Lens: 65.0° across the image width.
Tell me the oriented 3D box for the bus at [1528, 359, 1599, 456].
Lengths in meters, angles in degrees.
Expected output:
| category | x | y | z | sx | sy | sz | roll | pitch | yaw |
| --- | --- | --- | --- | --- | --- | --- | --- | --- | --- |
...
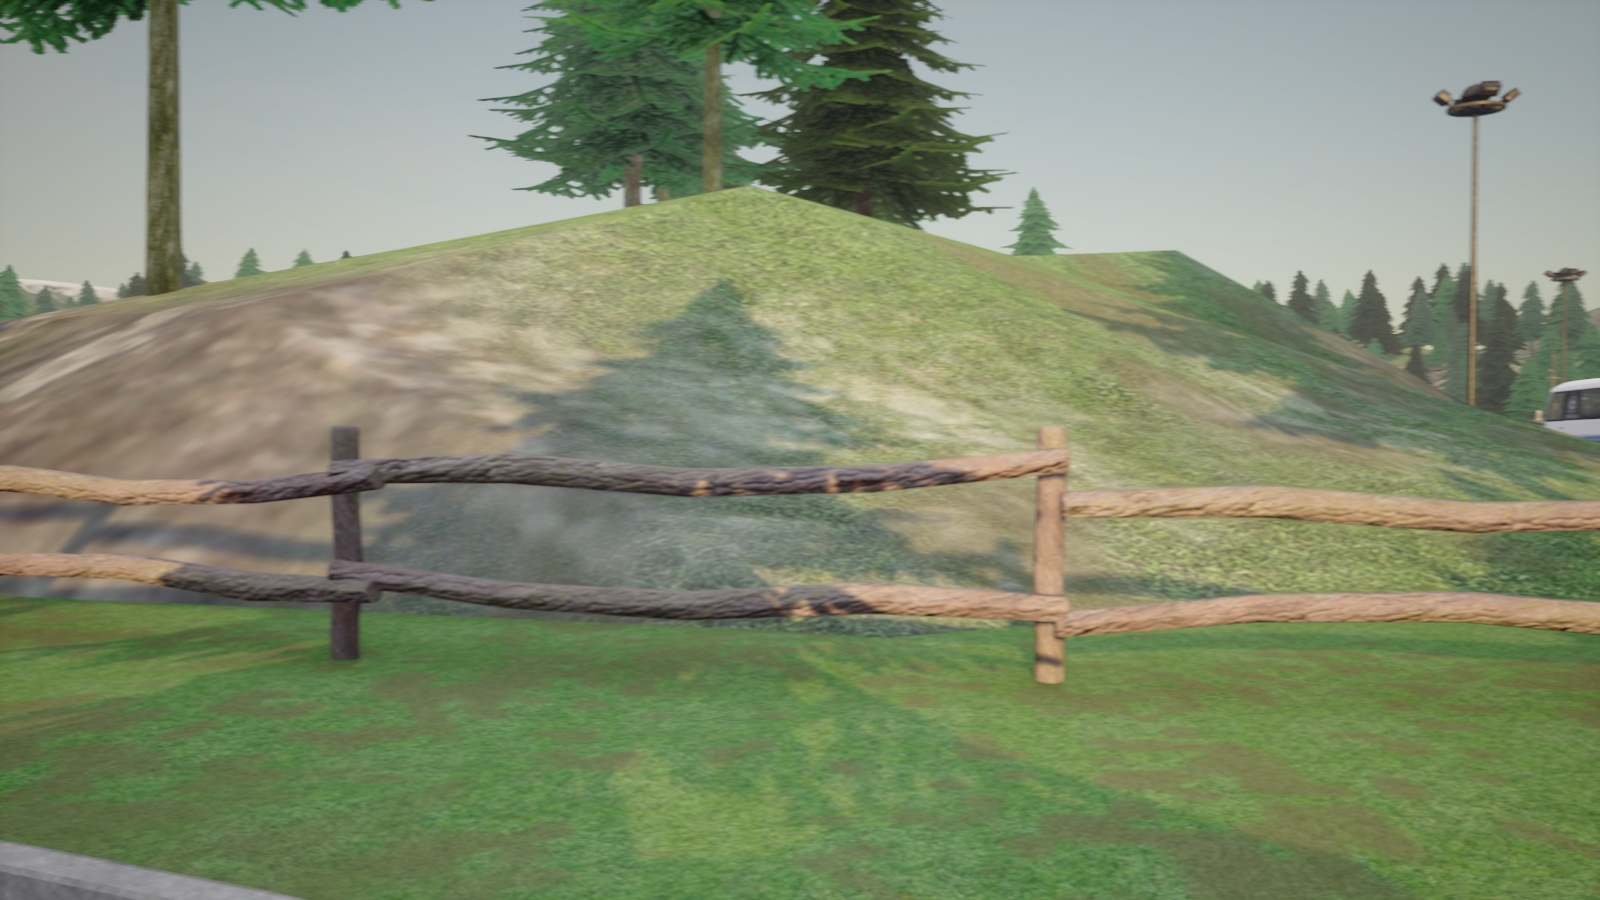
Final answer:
| category | x | y | z | sx | sy | sz | roll | pitch | yaw |
| --- | --- | --- | --- | --- | --- | --- | --- | --- | --- |
| bus | 37.291 | -1.878 | 56.619 | 3.944 | 4.253 | 10.273 | 0 | 0 | 7 |
